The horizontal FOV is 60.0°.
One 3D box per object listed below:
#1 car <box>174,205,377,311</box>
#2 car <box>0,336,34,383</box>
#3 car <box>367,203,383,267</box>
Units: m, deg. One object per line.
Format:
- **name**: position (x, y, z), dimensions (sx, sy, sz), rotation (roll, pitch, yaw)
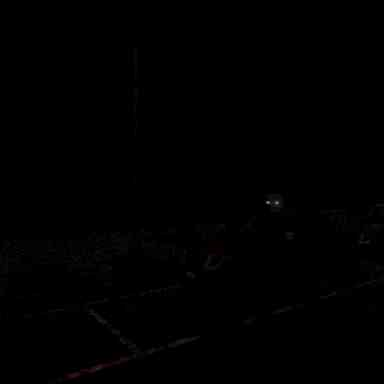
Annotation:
- **car**: position (2.025, 1.322, 7.994), dimensions (5.009, 1.841, 2.192), rotation (0, 0, -36)
- **car**: position (-3.056, 1.523, 1.195), dimensions (4.674, 1.442, 1.812), rotation (0, 0, -36)
- **car**: position (6.609, 1.326, 11.280), dimensions (5.009, 1.841, 2.192), rotation (0, 0, -36)
